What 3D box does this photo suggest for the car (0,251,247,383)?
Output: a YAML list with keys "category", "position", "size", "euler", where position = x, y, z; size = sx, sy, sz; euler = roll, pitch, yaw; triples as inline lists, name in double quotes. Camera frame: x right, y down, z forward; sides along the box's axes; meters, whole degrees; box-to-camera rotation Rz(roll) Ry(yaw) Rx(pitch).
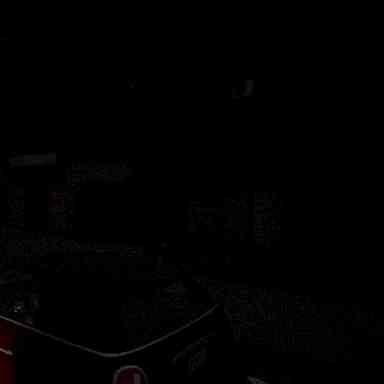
- category: "car"
  position: [-1.535, 1.442, 3.940]
  size: [4.097, 1.590, 1.967]
  euler: [0, 0, 35]
